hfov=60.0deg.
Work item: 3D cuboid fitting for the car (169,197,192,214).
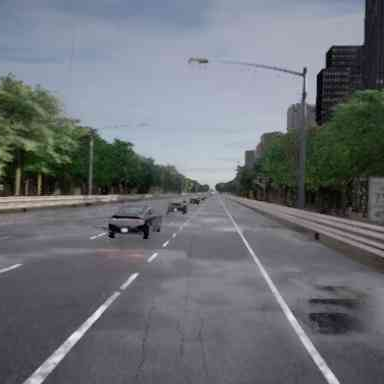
[{"bbox_3d":[-1.393,1.462,34.468,1.837,1.490,4.892,2,0,4],"label":"car"}]

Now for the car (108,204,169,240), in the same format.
[{"bbox_3d":[-2.682,1.407,16.514,2.128,1.511,4.902,2,0,4],"label":"car"}]

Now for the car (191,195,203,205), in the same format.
[{"bbox_3d":[0.477,1.535,60.400,1.837,1.490,4.892,2,0,4],"label":"car"}]

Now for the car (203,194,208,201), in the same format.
[{"bbox_3d":[2.462,1.480,87.975,2.097,1.767,4.553,2,0,4],"label":"car"}]
